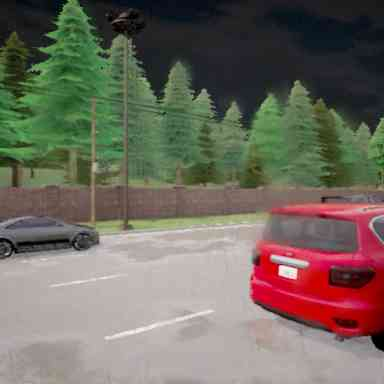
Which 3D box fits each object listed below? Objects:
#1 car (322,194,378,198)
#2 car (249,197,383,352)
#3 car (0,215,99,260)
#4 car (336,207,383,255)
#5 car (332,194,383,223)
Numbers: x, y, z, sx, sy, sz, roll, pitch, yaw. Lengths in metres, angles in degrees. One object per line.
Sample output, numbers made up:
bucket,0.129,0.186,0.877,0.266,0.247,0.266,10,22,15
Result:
car,9.362,1.212,19.019,5.566,2.045,2.150,0,0,-35
car,3.541,1.219,6.271,5.566,2.045,2.150,0,0,-35
car,-5.697,1.563,12.580,4.181,1.385,1.994,0,0,-35
car,8.380,1.469,14.021,5.008,1.535,1.882,0,0,-35
car,13.703,1.208,26.417,5.566,2.045,2.150,0,0,-35
